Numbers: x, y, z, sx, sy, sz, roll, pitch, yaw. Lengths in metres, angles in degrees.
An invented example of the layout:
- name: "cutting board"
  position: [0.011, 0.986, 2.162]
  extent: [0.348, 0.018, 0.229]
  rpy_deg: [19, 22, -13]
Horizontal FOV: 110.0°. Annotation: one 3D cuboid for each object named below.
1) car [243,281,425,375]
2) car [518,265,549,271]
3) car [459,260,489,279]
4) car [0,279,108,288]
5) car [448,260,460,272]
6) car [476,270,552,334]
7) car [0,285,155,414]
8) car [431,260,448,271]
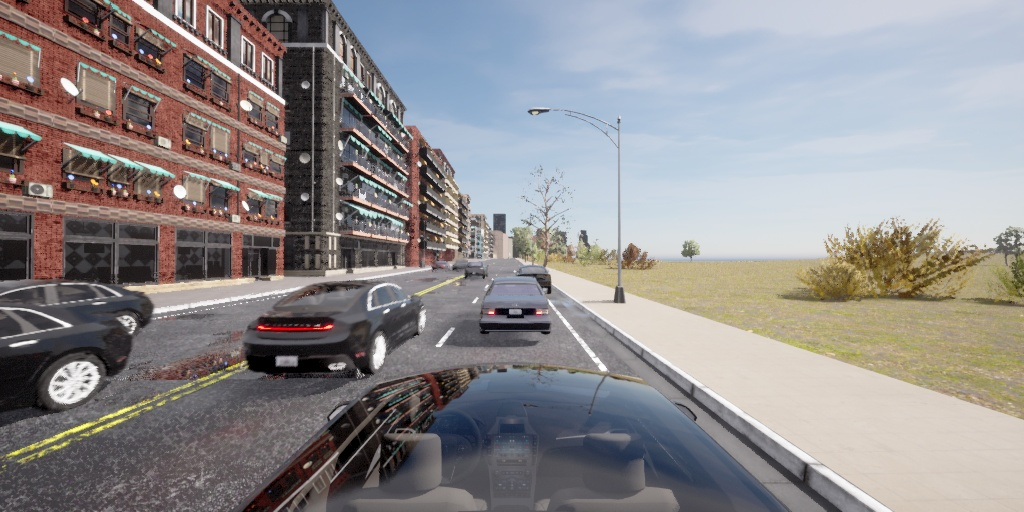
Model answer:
- name: "car"
  position: [-3.158, 1.253, 7.450]
  extent: [1.837, 1.490, 4.892]
  rpy_deg: [0, -1, 0]
- name: "car"
  position: [1.120, 1.230, 20.316]
  extent: [1.882, 1.535, 5.008]
  rpy_deg: [0, 0, 0]
- name: "car"
  position: [-3.180, 1.244, 32.706]
  extent: [2.128, 1.511, 4.902]
  rpy_deg: [0, 0, 0]
- name: "car"
  position: [-9.856, 1.255, 6.888]
  extent: [1.837, 1.490, 4.892]
  rpy_deg: [0, 0, 0]
- name: "car"
  position: [-6.640, 1.256, 46.665]
  extent: [1.837, 1.490, 4.892]
  rpy_deg: [0, 0, 0]
- name: "car"
  position: [0.094, 1.299, 10.553]
  extent: [2.033, 1.411, 5.357]
  rpy_deg: [0, 0, 0]
- name: "car"
  position: [-6.603, 1.255, 3.290]
  extent: [1.837, 1.490, 4.892]
  rpy_deg: [0, 0, 0]
- name: "car"
  position: [-9.891, 1.314, 50.115]
  extent: [1.994, 1.385, 4.181]
  rpy_deg: [0, 0, 0]
